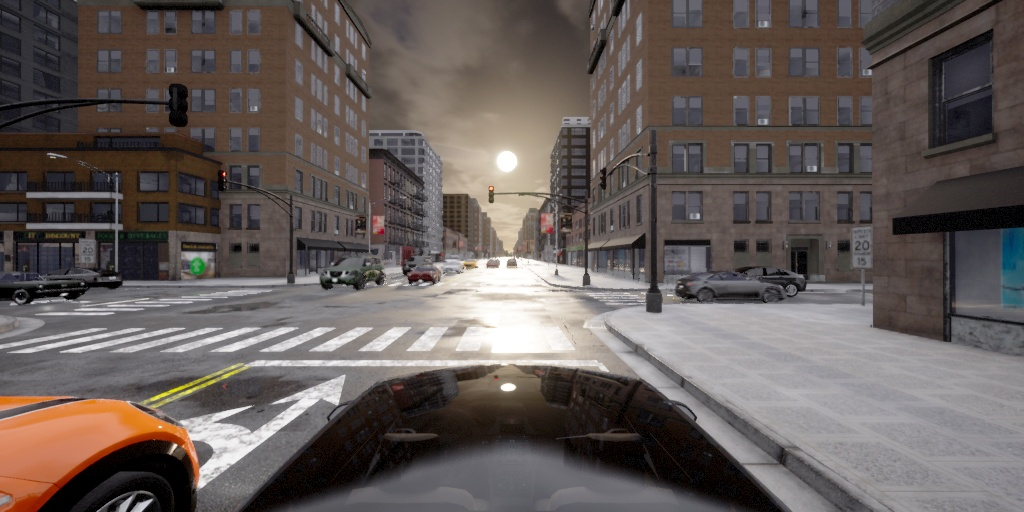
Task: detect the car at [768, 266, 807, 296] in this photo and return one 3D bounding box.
[{"bbox_3d":[12.423,1.295,18.634,4.892,1.490,1.837,0,0,1],"label":"car"}]

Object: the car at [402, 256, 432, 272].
[{"bbox_3d":[-9.917,0.969,38.052,2.150,2.045,5.566,0,0,0],"label":"car"}]

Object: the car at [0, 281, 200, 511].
[{"bbox_3d":[-3.237,1.102,0.595,2.097,1.767,4.553,0,0,0],"label":"car"}]

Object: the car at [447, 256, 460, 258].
[{"bbox_3d":[-9.936,0.968,60.219,2.150,2.045,5.566,0,0,0],"label":"car"}]

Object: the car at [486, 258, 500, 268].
[{"bbox_3d":[-3.373,1.307,61.942,1.994,1.385,4.181,0,0,0],"label":"car"}]

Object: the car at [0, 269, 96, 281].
[{"bbox_3d":[-21.517,1.345,15.456,4.718,1.301,1.895,0,0,0],"label":"car"}]

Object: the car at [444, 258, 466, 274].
[{"bbox_3d":[-6.676,1.275,40.443,1.812,1.442,4.674,0,0,0],"label":"car"}]

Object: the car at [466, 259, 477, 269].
[{"bbox_3d":[-6.690,1.222,57.595,1.882,1.535,5.008,0,0,0],"label":"car"}]

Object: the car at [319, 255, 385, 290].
[{"bbox_3d":[-9.887,0.985,22.762,2.150,2.045,5.566,0,0,0],"label":"car"}]

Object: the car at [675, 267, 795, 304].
[{"bbox_3d":[9.511,1.338,15.844,4.181,1.385,1.994,0,0,2],"label":"car"}]

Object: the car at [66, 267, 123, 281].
[{"bbox_3d":[-25.412,1.331,20.948,4.313,1.339,1.948,0,0,0],"label":"car"}]

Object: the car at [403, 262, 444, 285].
[{"bbox_3d":[-6.347,1.352,26.225,1.895,1.301,4.718,0,0,-6],"label":"car"}]

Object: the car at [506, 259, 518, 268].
[{"bbox_3d":[-0.024,1.248,63.081,1.837,1.490,4.892,0,0,0],"label":"car"}]
